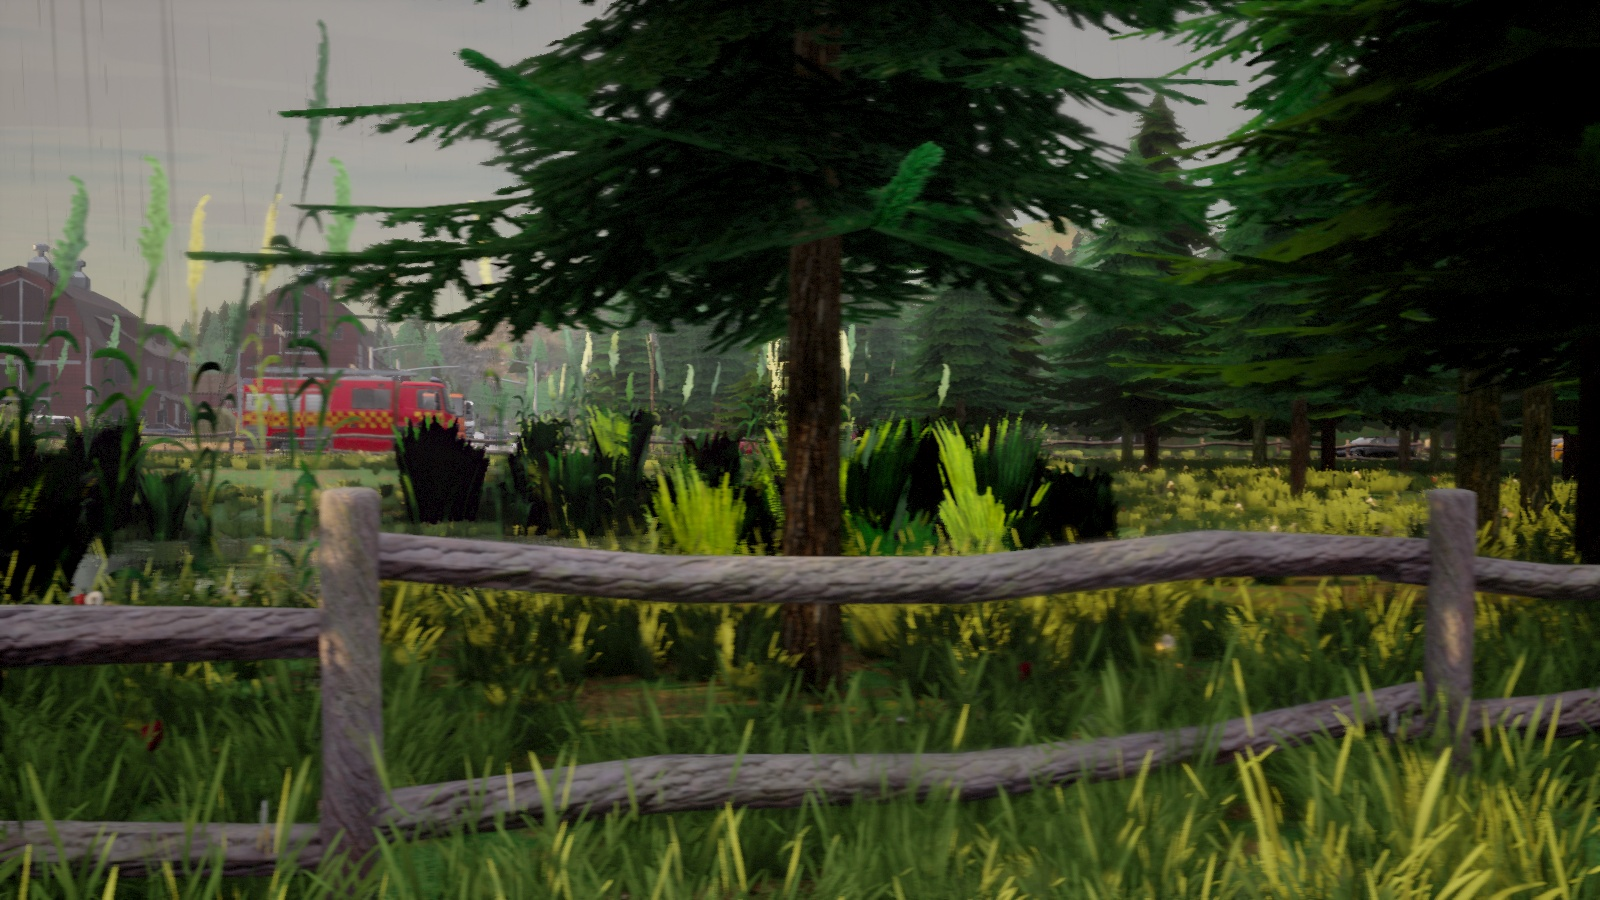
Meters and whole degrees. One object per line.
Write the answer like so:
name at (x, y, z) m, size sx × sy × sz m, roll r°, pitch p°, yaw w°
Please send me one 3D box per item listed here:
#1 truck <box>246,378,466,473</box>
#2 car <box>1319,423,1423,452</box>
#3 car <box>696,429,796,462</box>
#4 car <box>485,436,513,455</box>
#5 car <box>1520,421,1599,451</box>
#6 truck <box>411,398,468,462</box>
truck at (-18.703, -1.066, 53.435) m, size 8.468 × 3.827 × 2.891 m, roll -1°, pitch 1°, yaw -12°
car at (30.839, -0.666, 67.851) m, size 4.792 × 1.488 × 2.163 m, roll -1°, pitch 1°, yaw -13°
car at (-2.597, -0.243, 60.300) m, size 4.514 × 1.525 × 2.007 m, roll -1°, pitch 1°, yaw -12°
car at (-21.867, -0.348, 91.130) m, size 1.895 × 1.301 × 4.718 m, roll -1°, pitch 1°, yaw -14°
car at (41.075, -0.780, 66.656) m, size 5.008 × 1.535 × 1.882 m, roll -1°, pitch 1°, yaw -14°
truck at (-20.827, -1.144, 72.819) m, size 2.891 × 3.462 × 7.936 m, roll -1°, pitch 1°, yaw -14°
